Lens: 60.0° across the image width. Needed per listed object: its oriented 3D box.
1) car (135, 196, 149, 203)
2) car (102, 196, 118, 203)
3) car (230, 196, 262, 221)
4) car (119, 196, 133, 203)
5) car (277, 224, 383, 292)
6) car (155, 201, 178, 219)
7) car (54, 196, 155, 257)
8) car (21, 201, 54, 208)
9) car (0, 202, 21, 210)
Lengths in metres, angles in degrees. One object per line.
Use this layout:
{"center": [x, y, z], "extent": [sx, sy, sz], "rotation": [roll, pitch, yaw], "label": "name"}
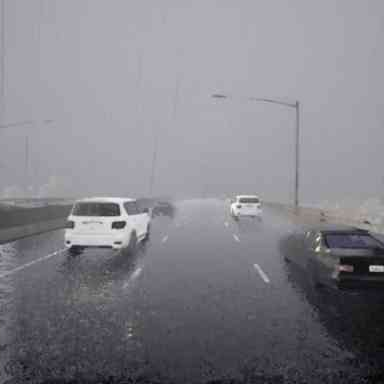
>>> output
{"center": [-10.677, 1.623, 71.666], "extent": [1.882, 1.535, 5.008], "rotation": [1, 0, 4], "label": "car"}
{"center": [-17.659, 1.555, 72.157], "extent": [1.882, 1.535, 5.008], "rotation": [1, 0, 4], "label": "car"}
{"center": [4.545, 1.342, 28.337], "extent": [2.150, 2.045, 5.566], "rotation": [1, 0, 3], "label": "car"}
{"center": [-14.168, 1.636, 71.911], "extent": [1.812, 1.442, 4.674], "rotation": [1, 0, 4], "label": "car"}
{"center": [3.815, 1.609, 9.238], "extent": [2.033, 1.411, 5.357], "rotation": [1, 0, 2], "label": "car"}
{"center": [-2.405, 1.560, 29.649], "extent": [1.837, 1.490, 4.892], "rotation": [1, 0, 3], "label": "car"}
{"center": [-3.050, 1.224, 13.149], "extent": [2.150, 2.045, 5.566], "rotation": [1, 0, 2], "label": "car"}
{"center": [-13.092, 1.514, 30.016], "extent": [1.994, 1.385, 4.181], "rotation": [1, 0, 3], "label": "car"}
{"center": [-16.649, 1.511, 28.885], "extent": [1.895, 1.301, 4.718], "rotation": [1, 0, 3], "label": "car"}
